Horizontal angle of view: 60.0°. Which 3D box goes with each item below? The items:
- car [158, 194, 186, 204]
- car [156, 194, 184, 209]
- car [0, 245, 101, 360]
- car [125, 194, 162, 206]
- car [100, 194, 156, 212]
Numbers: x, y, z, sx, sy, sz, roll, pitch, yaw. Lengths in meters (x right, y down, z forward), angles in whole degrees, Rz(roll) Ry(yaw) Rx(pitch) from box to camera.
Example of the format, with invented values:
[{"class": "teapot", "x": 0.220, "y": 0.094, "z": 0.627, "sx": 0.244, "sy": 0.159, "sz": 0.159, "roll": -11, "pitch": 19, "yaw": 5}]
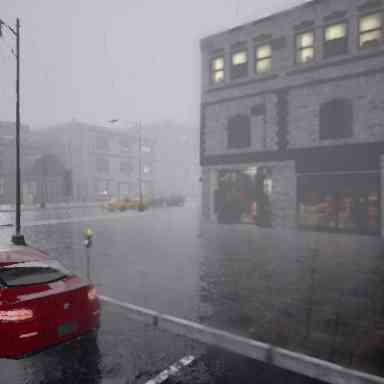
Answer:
[{"class": "car", "x": -2.784, "y": 0.956, "z": 47.251, "sx": 1.802, "sy": 1.307, "sz": 4.206, "roll": 0, "pitch": 1, "yaw": 36}, {"class": "car", "x": -2.527, "y": 0.975, "z": 33.371, "sx": 2.008, "sy": 1.369, "sz": 4.403, "roll": 0, "pitch": 1, "yaw": 36}, {"class": "car", "x": -3.229, "y": 1.520, "z": 5.346, "sx": 4.206, "sy": 1.307, "sz": 1.802, "roll": 1, "pitch": -1, "yaw": 36}, {"class": "car", "x": -6.141, "y": 0.952, "z": 42.640, "sx": 1.752, "sy": 1.417, "sz": 4.829, "roll": 0, "pitch": 1, "yaw": 36}, {"class": "car", "x": -5.684, "y": 1.000, "z": 29.036, "sx": 1.752, "sy": 1.417, "sz": 4.829, "roll": 0, "pitch": 1, "yaw": 36}]
